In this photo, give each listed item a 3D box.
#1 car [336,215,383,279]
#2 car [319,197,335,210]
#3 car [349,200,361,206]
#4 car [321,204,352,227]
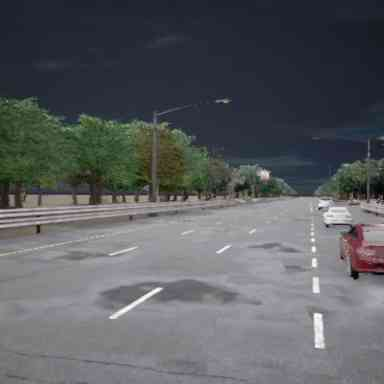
[{"bbox_3d":[5.613,1.673,10.080,1.812,1.442,4.674,1,0,20],"label":"car"},{"bbox_3d":[22.681,1.936,55.774,2.150,2.045,5.566,0,-1,27],"label":"car"},{"bbox_3d":[38.300,2.599,77.651,1.812,1.442,4.674,0,-1,45],"label":"car"},{"bbox_3d":[10.960,1.863,25.035,1.812,1.442,4.674,1,-1,20],"label":"car"}]
